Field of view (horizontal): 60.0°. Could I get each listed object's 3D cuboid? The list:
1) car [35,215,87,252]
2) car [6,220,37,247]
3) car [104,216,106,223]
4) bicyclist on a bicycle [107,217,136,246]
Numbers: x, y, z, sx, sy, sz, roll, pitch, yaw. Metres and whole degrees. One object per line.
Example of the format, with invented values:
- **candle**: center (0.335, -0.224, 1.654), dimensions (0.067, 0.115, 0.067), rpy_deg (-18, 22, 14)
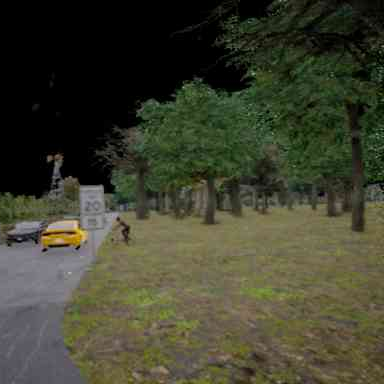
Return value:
- **car**: center (-7.177, 2.380, 19.046), dimensions (1.882, 1.535, 5.008), rpy_deg (-2, -2, -12)
- **car**: center (-10.893, 2.669, 22.474), dimensions (1.882, 1.535, 5.008), rpy_deg (-2, -2, -12)
- **car**: center (-12.658, 3.650, 44.938), dimensions (1.895, 1.301, 4.718), rpy_deg (-2, -2, -12)
- **bicyclist on a bicycle**: center (-4.027, 2.231, 18.915), dimensions (1.656, 1.620, 0.582), rpy_deg (-1, -2, -12)
